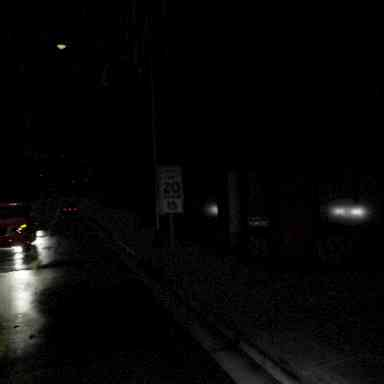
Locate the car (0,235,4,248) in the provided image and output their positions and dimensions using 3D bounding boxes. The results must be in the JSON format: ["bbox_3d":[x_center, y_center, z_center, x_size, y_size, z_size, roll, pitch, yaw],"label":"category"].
[{"bbox_3d":[-4.675,1.768,5.534,1.895,1.301,4.718,-2,0,-21],"label":"car"}]

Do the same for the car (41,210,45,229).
[{"bbox_3d":[-12.014,1.908,24.685,2.128,1.511,4.902,-2,0,-21],"label":"car"}]

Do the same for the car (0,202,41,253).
[{"bbox_3d":[-8.292,1.515,14.946,2.150,2.045,5.566,-2,0,-21],"label":"car"}]

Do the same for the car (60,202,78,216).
[{"bbox_3d":[-14.435,2.015,39.206,2.033,1.411,5.357,-2,0,-21],"label":"car"}]

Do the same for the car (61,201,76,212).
[{"bbox_3d":[-18.164,2.129,48.916,1.994,1.385,4.181,-2,0,-21],"label":"car"}]
